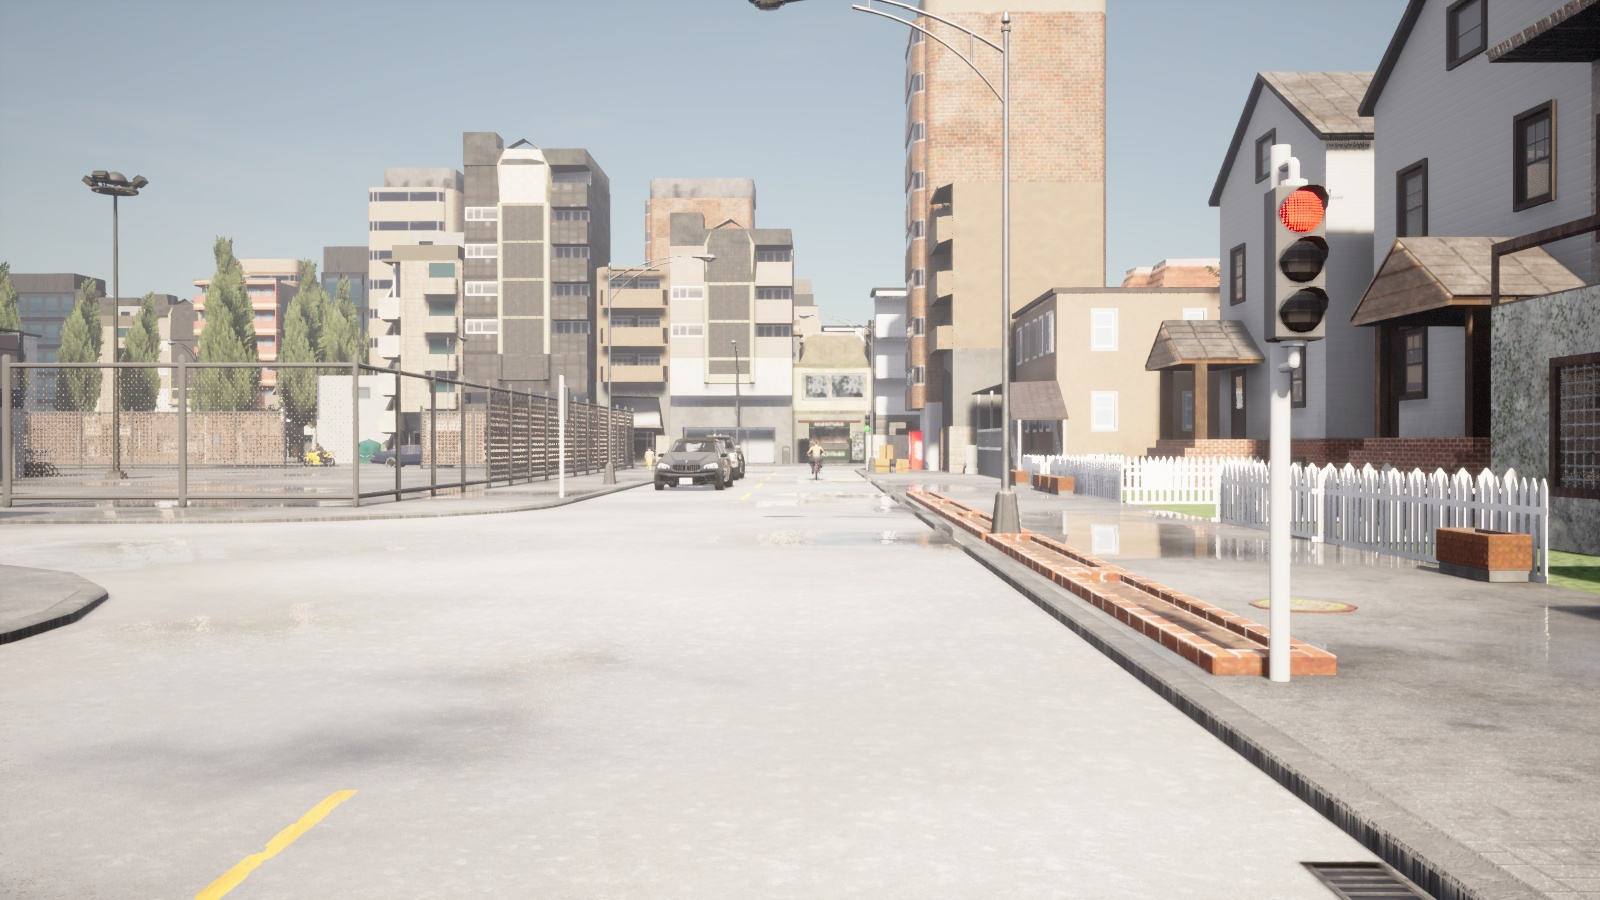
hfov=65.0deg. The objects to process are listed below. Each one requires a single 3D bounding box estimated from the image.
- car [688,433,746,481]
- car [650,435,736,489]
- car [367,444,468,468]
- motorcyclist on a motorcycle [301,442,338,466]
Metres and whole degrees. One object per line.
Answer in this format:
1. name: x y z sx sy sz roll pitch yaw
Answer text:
1. car: -3.313 0.273 50.980 1.932 1.855 4.605 0 0 2
2. car: -3.419 0.357 41.005 2.242 1.667 4.611 0 0 2
3. car: -22.766 0.353 74.878 5.357 1.411 2.033 0 0 1
4. motorcyclist on a motorcycle: -30.227 0.258 78.965 2.044 1.523 0.797 0 0 1
